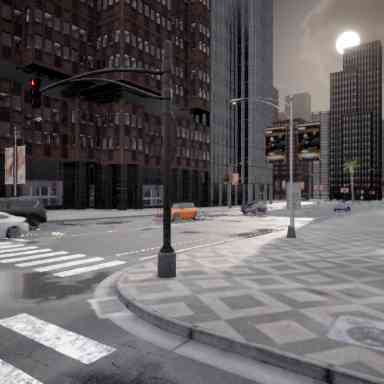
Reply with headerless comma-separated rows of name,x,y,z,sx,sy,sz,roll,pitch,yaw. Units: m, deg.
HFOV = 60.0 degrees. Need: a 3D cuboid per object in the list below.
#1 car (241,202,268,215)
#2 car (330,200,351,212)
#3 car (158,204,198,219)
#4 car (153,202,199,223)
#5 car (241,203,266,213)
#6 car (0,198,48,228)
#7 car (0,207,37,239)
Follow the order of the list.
car,8.032,2.097,42.279,1.837,1.490,4.892,0,-1,36
car,24.268,2.428,53.660,2.033,1.411,5.357,0,-1,34
car,-1.431,1.981,34.563,1.994,1.385,4.181,0,-1,35
car,-1.321,1.708,29.092,2.097,1.767,4.553,0,-1,35
car,9.198,2.286,49.475,1.895,1.301,4.718,0,-1,36
car,-11.711,1.382,20.239,2.150,2.045,5.566,0,-1,37
car,-10.436,1.655,16.209,1.812,1.442,4.674,0,-1,35
